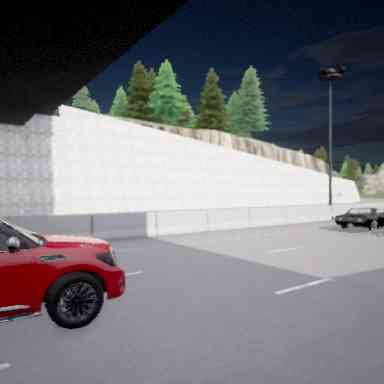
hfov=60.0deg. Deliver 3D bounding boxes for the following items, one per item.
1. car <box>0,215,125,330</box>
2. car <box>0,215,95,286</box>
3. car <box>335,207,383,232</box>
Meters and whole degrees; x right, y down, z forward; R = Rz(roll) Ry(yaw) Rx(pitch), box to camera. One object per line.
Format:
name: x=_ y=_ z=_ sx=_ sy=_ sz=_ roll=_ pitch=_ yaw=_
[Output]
car: x=-3.900 y=1.220 z=5.263 sx=5.566 sy=2.045 sz=2.150 roll=0 pitch=0 yaw=-35
car: x=-5.238 y=1.505 z=8.608 sx=4.892 sy=1.490 sz=1.837 roll=0 pitch=0 yaw=-36
car: x=10.722 y=1.570 z=20.001 sx=4.718 sy=1.301 sz=1.895 roll=0 pitch=0 yaw=-36
